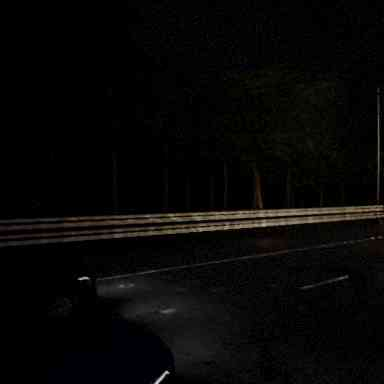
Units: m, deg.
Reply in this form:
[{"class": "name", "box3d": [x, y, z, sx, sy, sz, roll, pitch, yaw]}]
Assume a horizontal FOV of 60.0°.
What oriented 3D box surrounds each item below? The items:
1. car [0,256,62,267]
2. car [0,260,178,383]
[{"class": "car", "box3d": [-3.912, 1.525, 5.257, 4.674, 1.442, 1.812, 0, 0, -35]}, {"class": "car", "box3d": [-2.259, 1.522, 2.137, 4.674, 1.442, 1.812, 0, 0, -35]}]
